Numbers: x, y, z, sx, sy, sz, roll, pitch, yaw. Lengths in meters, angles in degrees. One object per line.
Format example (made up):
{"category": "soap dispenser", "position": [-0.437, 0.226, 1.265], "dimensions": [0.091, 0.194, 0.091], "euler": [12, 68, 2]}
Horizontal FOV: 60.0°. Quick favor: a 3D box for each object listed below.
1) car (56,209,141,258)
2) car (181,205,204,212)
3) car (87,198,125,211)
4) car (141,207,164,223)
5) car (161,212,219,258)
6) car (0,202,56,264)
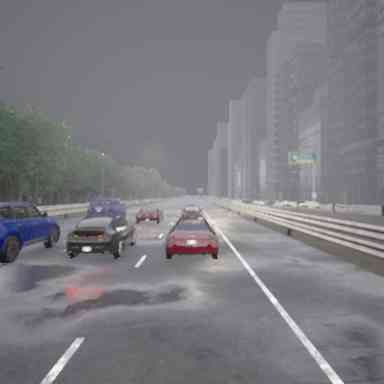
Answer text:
{"category": "car", "position": [-3.480, 1.656, 13.476], "dimensions": [1.837, 1.490, 4.892], "euler": [0, 0, 0]}
{"category": "car", "position": [0.027, 1.858, 28.877], "dimensions": [1.812, 1.442, 4.674], "euler": [0, 0, 0]}
{"category": "car", "position": [-6.972, 1.526, 27.557], "dimensions": [2.150, 2.045, 5.566], "euler": [1, -1, 0]}
{"category": "car", "position": [-3.480, 1.926, 28.231], "dimensions": [1.895, 1.301, 4.718], "euler": [0, -1, 0]}
{"category": "car", "position": [0.018, 1.713, 13.460], "dimensions": [1.994, 1.385, 4.181], "euler": [0, -1, 1]}
{"category": "car", "position": [-6.989, 1.363, 12.554], "dimensions": [2.150, 2.045, 5.566], "euler": [0, 0, 0]}
